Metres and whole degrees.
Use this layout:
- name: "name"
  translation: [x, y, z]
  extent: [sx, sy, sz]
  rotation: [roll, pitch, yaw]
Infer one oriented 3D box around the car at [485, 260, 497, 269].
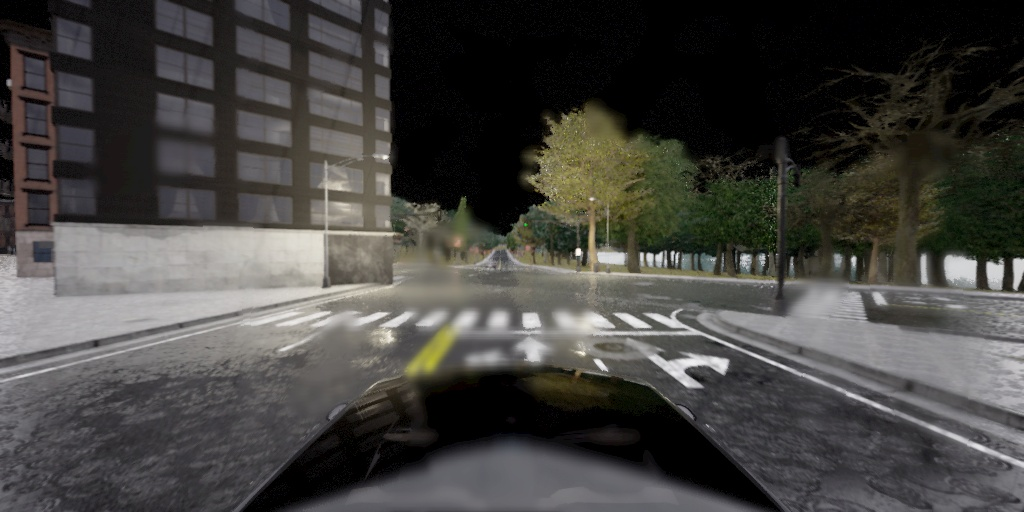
- name: "car"
  translation: [-3.930, 1.562, 64.740]
  extent: [2.128, 1.511, 4.902]
  rotation: [0, 0, -2]
